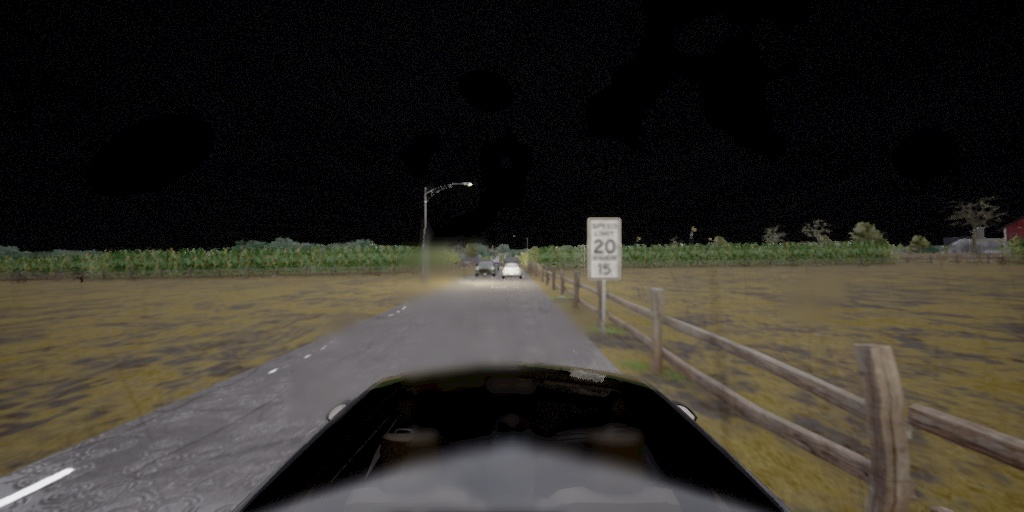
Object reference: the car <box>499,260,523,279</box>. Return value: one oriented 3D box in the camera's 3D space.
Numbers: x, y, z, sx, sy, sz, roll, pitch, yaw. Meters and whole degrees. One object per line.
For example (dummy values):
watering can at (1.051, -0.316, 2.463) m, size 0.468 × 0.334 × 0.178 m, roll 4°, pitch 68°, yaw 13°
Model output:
car at (-0.009, 1.394, 34.139) m, size 1.812 × 1.442 × 4.674 m, roll 0°, pitch 0°, yaw 0°

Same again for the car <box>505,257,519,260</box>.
car at (0.013, 1.169, 46.991) m, size 2.150 × 2.045 × 5.566 m, roll 0°, pitch 0°, yaw 0°

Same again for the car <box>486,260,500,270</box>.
car at (-2.765, 1.316, 52.443) m, size 1.812 × 1.442 × 4.674 m, roll 0°, pitch 0°, yaw 0°

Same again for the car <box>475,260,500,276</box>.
car at (-2.761, 1.244, 38.672) m, size 2.097 × 1.767 × 4.553 m, roll 0°, pitch 0°, yaw 0°
